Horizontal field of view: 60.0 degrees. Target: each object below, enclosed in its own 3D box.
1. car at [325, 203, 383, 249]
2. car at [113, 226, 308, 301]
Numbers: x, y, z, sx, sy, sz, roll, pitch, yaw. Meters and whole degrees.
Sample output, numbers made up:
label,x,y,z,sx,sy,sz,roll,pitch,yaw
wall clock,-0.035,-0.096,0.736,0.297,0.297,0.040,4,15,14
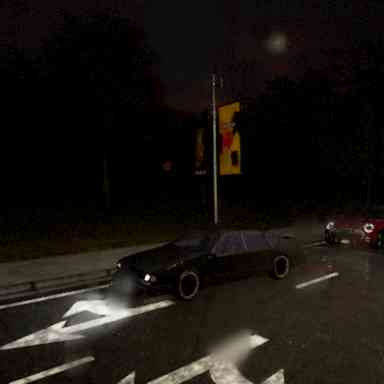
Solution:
label,x,y,z,sx,sy,sz,roll,pitch,yaw
car,7.907,1.424,14.982,4.553,1.767,2.097,0,-1,-41
car,0.767,1.623,8.712,5.357,1.411,2.033,0,-1,-35
